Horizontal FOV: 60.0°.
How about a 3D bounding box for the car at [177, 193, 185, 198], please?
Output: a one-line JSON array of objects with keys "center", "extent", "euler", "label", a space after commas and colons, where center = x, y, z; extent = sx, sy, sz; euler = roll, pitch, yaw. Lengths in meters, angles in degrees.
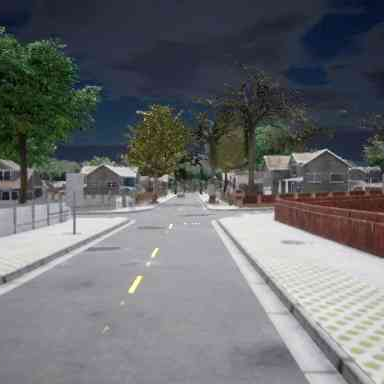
[{"center": [-2.750, 0.845, 83.917], "extent": [2.033, 1.411, 5.357], "euler": [0, 1, 0], "label": "car"}]
